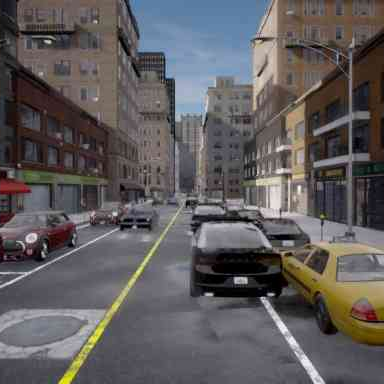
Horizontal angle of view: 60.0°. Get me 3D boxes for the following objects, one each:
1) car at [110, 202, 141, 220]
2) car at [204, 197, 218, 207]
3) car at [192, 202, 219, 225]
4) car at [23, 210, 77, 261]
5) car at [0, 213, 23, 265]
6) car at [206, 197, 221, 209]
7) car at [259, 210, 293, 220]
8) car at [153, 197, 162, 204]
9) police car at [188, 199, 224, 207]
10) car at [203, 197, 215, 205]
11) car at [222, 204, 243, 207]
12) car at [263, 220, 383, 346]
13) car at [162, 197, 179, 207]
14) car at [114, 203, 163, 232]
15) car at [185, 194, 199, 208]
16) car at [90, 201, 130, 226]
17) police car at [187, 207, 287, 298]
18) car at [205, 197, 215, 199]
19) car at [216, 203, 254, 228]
[{"bbox_3d":[-5.678,1.570,28.703,1.802,1.307,4.206,-1,0,0],"label":"car"},{"bbox_3d":[2.865,1.534,51.047,1.947,1.339,4.313,-1,0,0],"label":"car"},{"bbox_3d":[0.898,1.516,24.588,1.812,1.442,4.674,0,0,0],"label":"car"},{"bbox_3d":[-5.679,1.436,11.946,1.967,1.590,4.097,-1,0,0],"label":"car"},{"bbox_3d":[-5.680,1.313,6.360,2.192,1.841,5.009,-1,0,0],"label":"car"},{"bbox_3d":[2.864,1.499,45.631,1.752,1.417,4.829,-1,0,0],"label":"car"},{"bbox_3d":[2.857,1.562,11.946,1.947,1.339,4.313,-1,0,0],"label":"car"},{"bbox_3d":[-5.679,1.507,56.631,1.887,1.381,4.507,-1,0,0],"label":"car"},{"bbox_3d":[0.898,1.418,18.698,1.930,1.638,5.238,0,0,0],"label":"police car"},{"bbox_3d":[2.866,1.544,56.633,1.802,1.307,4.206,-1,0,0],"label":"car"},{"bbox_3d":[2.858,1.559,17.532,1.947,1.339,4.313,-1,0,0],"label":"car"},{"bbox_3d":[2.856,1.523,6.530,1.752,1.417,4.829,-1,0,0],"label":"car"},{"bbox_3d":[-3.003,1.516,51.111,2.033,1.411,5.357,0,0,0],"label":"car"},{"bbox_3d":[-3.102,1.593,20.238,1.895,1.301,4.718,0,0,0],"label":"car"},{"bbox_3d":[0.033,1.449,48.424,1.882,1.535,5.008,0,0,0],"label":"car"},{"bbox_3d":[-5.679,1.431,23.117,1.967,1.590,4.097,-1,0,0],"label":"car"},{"bbox_3d":[0.899,1.422,8.697,1.930,1.638,5.238,0,0,0],"label":"police car"},{"bbox_3d":[2.863,1.530,39.875,2.008,1.369,4.403,-1,0,0],"label":"car"},{"bbox_3d":[2.860,1.542,23.118,2.008,1.369,4.403,-1,0,0],"label":"car"}]
